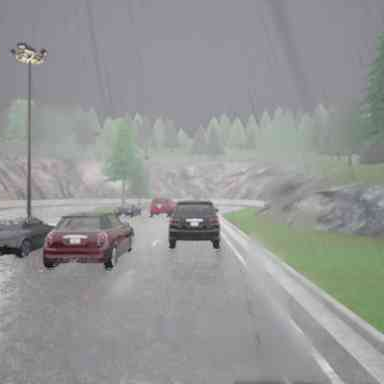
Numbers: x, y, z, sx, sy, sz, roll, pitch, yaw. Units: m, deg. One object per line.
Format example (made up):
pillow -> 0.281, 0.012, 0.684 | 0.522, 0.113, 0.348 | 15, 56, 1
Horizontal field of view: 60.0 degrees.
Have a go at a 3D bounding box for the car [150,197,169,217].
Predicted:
car -> -2.987, 1.576, 35.397 | 2.150, 2.045, 5.566 | 0, -1, 5

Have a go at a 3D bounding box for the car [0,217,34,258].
car -> -6.901, 1.698, 13.338 | 1.994, 1.385, 4.181 | 0, -1, 0

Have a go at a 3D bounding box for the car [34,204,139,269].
car -> -3.401, 1.471, 11.801 | 2.097, 1.767, 4.553 | 0, -1, 0

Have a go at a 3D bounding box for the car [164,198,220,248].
car -> 0.099, 1.381, 15.766 | 2.150, 2.045, 5.566 | 0, -1, 0

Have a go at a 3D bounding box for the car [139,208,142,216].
car -> -6.543, 1.949, 34.746 | 1.895, 1.301, 4.718 | 0, -1, 4

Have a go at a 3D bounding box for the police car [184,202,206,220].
police car -> 0.407, 1.843, 33.818 | 2.038, 1.542, 4.974 | 0, -1, 3
